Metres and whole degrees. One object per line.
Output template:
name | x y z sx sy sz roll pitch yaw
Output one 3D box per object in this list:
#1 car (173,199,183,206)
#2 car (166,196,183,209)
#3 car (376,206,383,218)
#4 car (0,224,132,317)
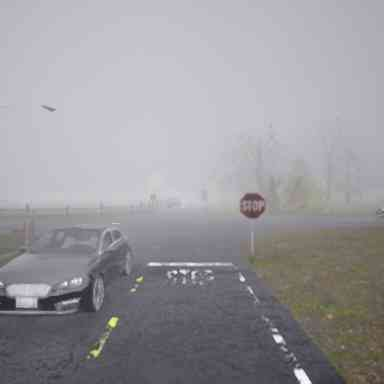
car | -2.990 2.192 70.467 1.895 1.301 4.718 0 0 0
car | -3.050 1.700 54.961 2.150 2.045 5.566 0 0 0
car | 19.317 1.518 30.301 4.553 1.767 2.097 0 -1 -5
car | -2.669 1.568 7.878 2.128 1.511 4.902 0 -1 1
